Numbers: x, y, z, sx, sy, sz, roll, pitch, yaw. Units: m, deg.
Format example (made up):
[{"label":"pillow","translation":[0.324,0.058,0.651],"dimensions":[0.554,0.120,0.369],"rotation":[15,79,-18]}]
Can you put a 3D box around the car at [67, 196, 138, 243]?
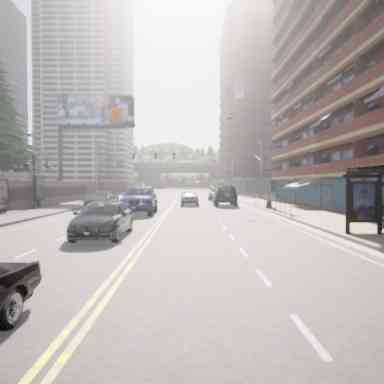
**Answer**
[{"label":"car","translation":[-3.701,1.146,14.071],"dimensions":[1.837,1.490,4.892],"rotation":[0,1,0]}]

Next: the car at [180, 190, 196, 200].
[{"label":"car","translation":[-0.608,0.407,46.498],"dimensions":[1.895,1.301,4.718],"rotation":[0,1,-6]}]

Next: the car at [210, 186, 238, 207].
[{"label":"car","translation":[3.286,0.357,33.451],"dimensions":[2.150,2.045,5.566],"rotation":[0,2,0]}]

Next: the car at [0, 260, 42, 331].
[{"label":"car","translation":[-3.618,1.506,3.762],"dimensions":[1.895,1.301,4.718],"rotation":[0,1,0]}]

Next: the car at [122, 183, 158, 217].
[{"label":"car","translation":[-3.776,0.599,24.341],"dimensions":[2.150,2.045,5.566],"rotation":[0,1,0]}]

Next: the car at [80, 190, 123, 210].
[{"label":"car","translation":[-7.207,0.570,27.070],"dimensions":[2.033,1.411,5.357],"rotation":[0,1,0]}]

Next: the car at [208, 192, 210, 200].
[{"label":"car","translation":[3.163,0.380,45.278],"dimensions":[2.033,1.411,5.357],"rotation":[0,1,0]}]

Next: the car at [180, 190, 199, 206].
[{"label":"car","translation":[-0.215,0.662,34.410],"dimensions":[2.033,1.411,5.357],"rotation":[0,1,0]}]
